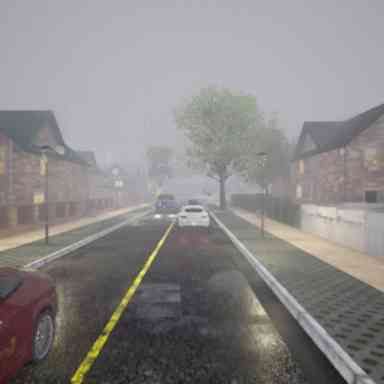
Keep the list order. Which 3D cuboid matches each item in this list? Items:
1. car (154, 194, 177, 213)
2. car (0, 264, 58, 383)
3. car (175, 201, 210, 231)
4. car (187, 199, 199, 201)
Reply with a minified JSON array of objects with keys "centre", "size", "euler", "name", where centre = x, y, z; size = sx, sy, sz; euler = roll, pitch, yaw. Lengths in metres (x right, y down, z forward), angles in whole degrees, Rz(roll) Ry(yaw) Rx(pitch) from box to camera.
[{"centre":[-2.829,1.219,36.768],"size":[2.150,2.045,5.566],"euler":[0,0,0],"name":"car"},{"centre":[-2.847,1.527,3.103],"size":[1.812,1.442,4.674],"euler":[0,0,0],"name":"car"},{"centre":[0.107,1.525,20.521],"size":[1.812,1.442,4.674],"euler":[0,0,0],"name":"car"},{"centre":[0.114,1.524,38.970],"size":[1.812,1.442,4.674],"euler":[0,0,0],"name":"car"}]
